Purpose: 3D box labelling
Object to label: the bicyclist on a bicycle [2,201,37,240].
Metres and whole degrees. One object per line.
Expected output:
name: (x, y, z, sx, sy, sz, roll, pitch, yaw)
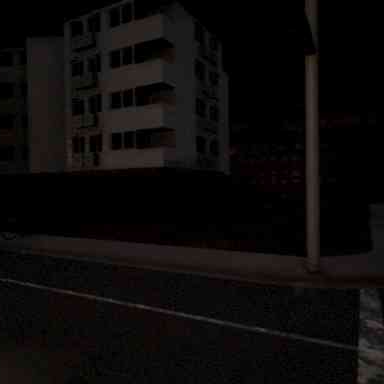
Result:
bicyclist on a bicycle: (-7.474, 1.204, 14.483, 0.582, 1.620, 1.656, 0, 1, 28)
